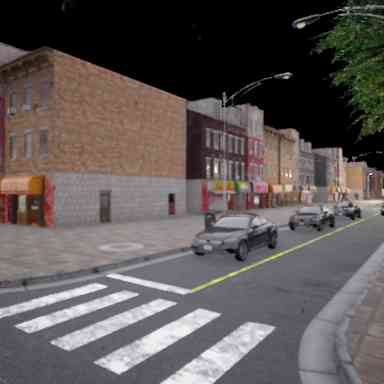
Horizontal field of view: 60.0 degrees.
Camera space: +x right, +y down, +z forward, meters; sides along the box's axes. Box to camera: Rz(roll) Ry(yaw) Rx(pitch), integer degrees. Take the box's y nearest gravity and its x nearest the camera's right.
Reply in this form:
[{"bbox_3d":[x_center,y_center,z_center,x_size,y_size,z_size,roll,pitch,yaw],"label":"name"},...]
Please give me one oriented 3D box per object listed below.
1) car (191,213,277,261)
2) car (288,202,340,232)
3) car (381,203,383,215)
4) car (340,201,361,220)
[{"bbox_3d":[1.807,1.550,12.705,1.812,1.442,4.674,0,0,34],"label":"car"},{"bbox_3d":[7.563,1.551,20.757,1.812,1.442,4.674,0,0,36],"label":"car"},{"bbox_3d":[20.327,1.546,33.540,1.812,1.442,4.674,0,0,36],"label":"car"},{"bbox_3d":[13.383,1.552,28.891,1.812,1.442,4.674,0,0,36],"label":"car"}]
